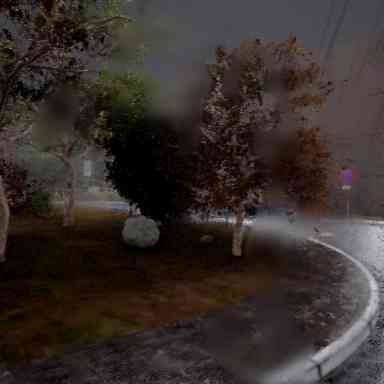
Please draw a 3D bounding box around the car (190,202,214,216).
[{"bbox_3d":[-0.551,0.854,24.084,4.902,1.511,2.128,3,1,40],"label":"car"}]

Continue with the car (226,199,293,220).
[{"bbox_3d":[4.681,1.165,23.818,1.895,1.301,4.718,1,1,-42],"label":"car"}]
